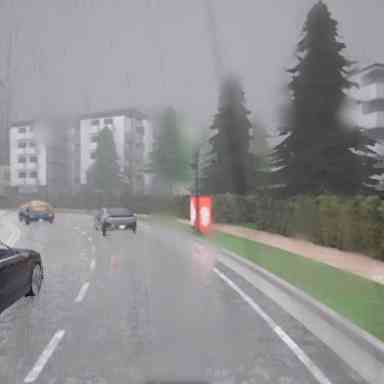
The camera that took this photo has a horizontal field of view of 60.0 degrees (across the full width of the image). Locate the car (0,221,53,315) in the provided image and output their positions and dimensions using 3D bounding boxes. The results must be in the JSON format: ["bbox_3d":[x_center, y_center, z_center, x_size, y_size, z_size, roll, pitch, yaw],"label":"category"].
[{"bbox_3d":[-4.096,1.536,5.690,2.128,1.511,4.902,0,0,-7],"label":"car"}]

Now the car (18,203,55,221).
[{"bbox_3d":[-12.135,1.747,25.731,1.895,1.301,4.718,0,0,-35],"label":"car"}]

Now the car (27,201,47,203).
[{"bbox_3d":[-16.953,1.682,36.049,5.008,1.535,1.882,-1,0,42],"label":"car"}]

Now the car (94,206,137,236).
[{"bbox_3d":[-4.470,1.562,19.072,2.128,1.511,4.902,0,0,-23],"label":"car"}]
